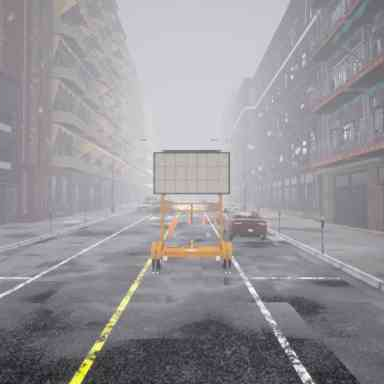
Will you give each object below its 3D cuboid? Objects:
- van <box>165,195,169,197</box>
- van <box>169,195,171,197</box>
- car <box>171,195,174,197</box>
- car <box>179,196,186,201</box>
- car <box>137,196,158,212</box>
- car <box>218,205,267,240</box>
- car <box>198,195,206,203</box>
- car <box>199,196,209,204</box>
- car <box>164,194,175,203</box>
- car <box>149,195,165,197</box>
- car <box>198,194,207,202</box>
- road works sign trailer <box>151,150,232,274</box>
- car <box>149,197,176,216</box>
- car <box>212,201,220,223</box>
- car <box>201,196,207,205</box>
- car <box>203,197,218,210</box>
[{"bbox_3d":[-5.274,1.459,55.654,1.690,1.788,3.998,2,0,0],"label":"van"},{"bbox_3d":[-5.273,1.480,61.186,1.690,1.788,3.998,1,0,0],"label":"van"},{"bbox_3d":[-5.269,1.501,72.246,2.192,1.841,5.009,1,0,0],"label":"car"},{"bbox_3d":[-2.721,1.836,90.295,1.994,1.385,4.181,0,0,0],"label":"car"},{"bbox_3d":[-5.284,1.593,38.893,1.752,1.417,4.829,2,0,0],"label":"car"},{"bbox_3d":[2.589,1.564,16.875,1.887,1.381,4.507,1,0,0],"label":"car"},{"bbox_3d":[2.603,1.683,61.121,1.887,1.381,4.507,1,0,0],"label":"car"},{"bbox_3d":[2.616,1.625,72.183,1.967,1.590,4.097,1,0,0],"label":"car"},{"bbox_3d":[-5.267,1.525,77.776,2.192,1.841,5.009,1,0,0],"label":"car"},{"bbox_3d":[-5.277,1.399,44.595,2.192,1.841,5.009,2,0,0],"label":"car"},{"bbox_3d":[2.580,1.551,83.245,2.192,1.841,5.009,1,0,0],"label":"car"},{"bbox_3d":[-0.007,0.474,10.557,2.380,3.560,2.880,0,0,0],"label":"road works sign trailer"},{"bbox_3d":[-2.839,1.531,33.411,1.882,1.535,5.008,0,0,0],"label":"car"},{"bbox_3d":[2.591,1.554,22.577,1.752,1.417,4.829,1,0,0],"label":"car"},{"bbox_3d":[2.597,1.634,44.529,2.008,1.369,4.403,1,0,0],"label":"car"},{"bbox_3d":[2.596,1.613,38.997,1.887,1.381,4.507,1,0,0],"label":"car"}]
